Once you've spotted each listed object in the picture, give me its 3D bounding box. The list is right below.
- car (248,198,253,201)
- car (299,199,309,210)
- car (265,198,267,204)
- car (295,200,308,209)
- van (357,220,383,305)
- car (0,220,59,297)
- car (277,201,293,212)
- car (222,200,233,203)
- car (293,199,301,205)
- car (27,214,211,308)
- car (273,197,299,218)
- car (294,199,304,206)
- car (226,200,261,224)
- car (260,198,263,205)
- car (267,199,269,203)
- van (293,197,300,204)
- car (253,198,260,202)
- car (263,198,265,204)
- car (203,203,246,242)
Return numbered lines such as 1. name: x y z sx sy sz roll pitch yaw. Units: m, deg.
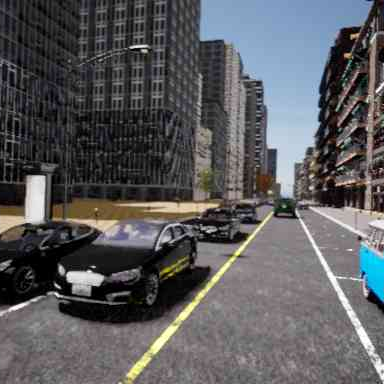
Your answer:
1. car: 6.824 1.773 45.463 1.752 1.417 4.829 2 0 16
2. car: 17.970 2.196 53.950 2.008 1.369 4.403 2 0 16
3. car: 14.496 2.084 72.215 1.887 1.381 4.507 2 0 16
4. car: 19.496 2.254 59.268 2.008 1.369 4.403 2 0 16
5. van: 4.250 1.488 6.089 1.690 1.788 3.998 2 0 16
6. car: -3.809 1.432 8.402 1.947 1.339 4.313 2 0 16
7. car: 13.337 2.042 47.469 1.994 1.385 4.181 2 0 17
8. car: 3.822 1.577 34.990 1.967 1.590 4.097 2 0 16
9. car: 27.120 2.584 85.858 1.802 1.307 4.206 2 0 16
10. car: -1.212 1.448 8.062 2.128 1.511 4.902 2 0 16
11. car: 9.759 1.568 34.880 2.150 2.045 5.566 2 0 17
12. car: 24.075 2.320 75.221 1.967 1.590 4.097 2 0 16
13. car: 4.220 1.674 26.980 1.812 1.442 4.674 2 0 16
14. car: 11.449 1.862 61.581 1.967 1.590 4.097 2 0 16
15. car: 17.500 2.183 82.688 1.752 1.417 4.829 2 0 16
16. van: 28.653 2.405 91.175 1.690 1.788 3.998 2 0 16
17. car: 9.920 1.915 56.262 2.008 1.369 4.403 2 0 16
18. car: 12.970 2.031 66.898 2.008 1.369 4.403 2 0 16
19. car: 1.415 1.553 17.211 1.837 1.490 4.892 2 0 16
